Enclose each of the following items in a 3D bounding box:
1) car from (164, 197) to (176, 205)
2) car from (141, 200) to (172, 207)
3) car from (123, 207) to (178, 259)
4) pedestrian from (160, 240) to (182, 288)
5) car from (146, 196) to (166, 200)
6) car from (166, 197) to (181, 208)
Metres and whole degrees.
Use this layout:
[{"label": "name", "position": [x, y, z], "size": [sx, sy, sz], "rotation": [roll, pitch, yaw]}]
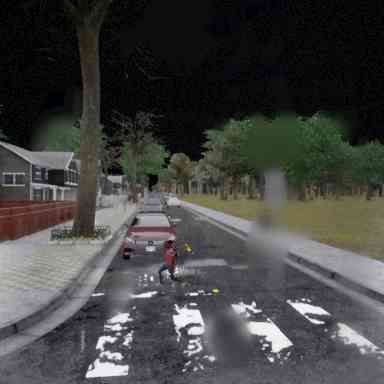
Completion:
[{"label": "car", "position": [-3.827, 1.552, 57.436], "size": [1.895, 1.301, 4.718], "rotation": [0, 0, -6]}, {"label": "car", "position": [-2.689, 1.538, 22.420], "size": [2.033, 1.411, 5.357], "rotation": [0, 0, -7]}, {"label": "car", "position": [-1.561, 1.524, 12.745], "size": [1.812, 1.442, 4.674], "rotation": [0, 0, -6]}, {"label": "pedestrian", "position": [-0.502, 1.295, 7.875], "size": [0.375, 1.860, 0.375], "rotation": [1, -1, -7]}, {"label": "car", "position": [-3.897, 1.333, 32.768], "size": [2.097, 1.767, 4.553], "rotation": [0, 0, -7]}, {"label": "car", "position": [-2.657, 1.491, 47.482], "size": [1.812, 1.442, 4.674], "rotation": [0, 0, -6]}]
